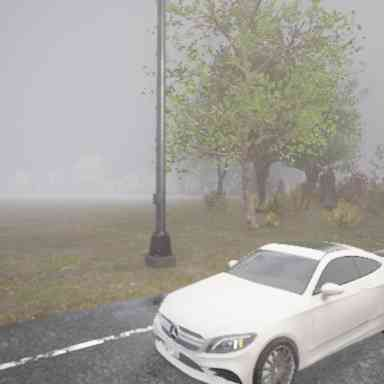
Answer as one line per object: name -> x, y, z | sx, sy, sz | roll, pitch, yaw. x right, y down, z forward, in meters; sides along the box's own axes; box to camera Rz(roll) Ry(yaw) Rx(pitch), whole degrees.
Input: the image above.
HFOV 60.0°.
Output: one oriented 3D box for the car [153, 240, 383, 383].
car -> 1.663, 1.545, 5.174 | 4.674, 1.442, 1.812 | 0, 0, -35
